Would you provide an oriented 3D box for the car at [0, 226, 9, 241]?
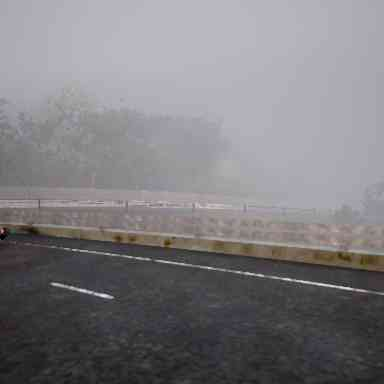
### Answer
[{"bbox_3d":[-9.942,1.615,13.830,4.718,1.301,1.895,0,0,27],"label":"car"}]
